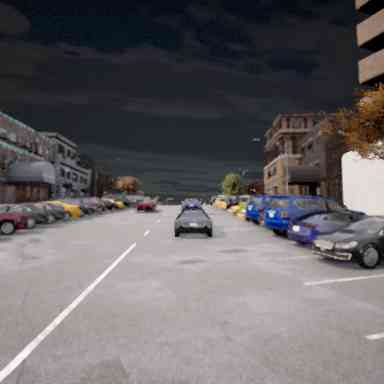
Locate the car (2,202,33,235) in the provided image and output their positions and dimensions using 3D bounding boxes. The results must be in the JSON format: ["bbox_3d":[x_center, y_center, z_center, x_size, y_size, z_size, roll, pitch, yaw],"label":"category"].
[{"bbox_3d":[-11.425,1.482,17.581,5.008,1.535,2.097,-1,0,-21],"label":"car"}]

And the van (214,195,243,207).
[{"bbox_3d":[6.064,1.548,55.944,4.442,1.987,1.878,1,-1,-20],"label":"van"}]

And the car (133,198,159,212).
[{"bbox_3d":[-5.267,1.658,38.709,1.895,1.301,4.718,0,0,0],"label":"car"}]

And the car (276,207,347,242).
[{"bbox_3d":[6.351,1.531,14.039,4.792,1.488,2.163,1,0,-20],"label":"car"}]

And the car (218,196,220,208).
[{"bbox_3d":[6.383,1.564,41.088,5.366,1.575,1.946,1,-1,-20],"label":"car"}]

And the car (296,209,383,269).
[{"bbox_3d":[6.309,1.502,11.018,4.892,1.521,2.231,1,0,-19],"label":"car"}]

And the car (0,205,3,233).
[{"bbox_3d":[-11.355,1.510,14.654,4.792,1.488,2.163,-1,0,-21],"label":"car"}]

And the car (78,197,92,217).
[{"bbox_3d":[-11.502,1.365,29.327,4.553,1.767,2.185,-1,0,-20],"label":"car"}]

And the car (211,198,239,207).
[{"bbox_3d":[6.167,1.946,61.969,4.674,1.452,2.002,1,-2,-20],"label":"car"}]

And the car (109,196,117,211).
[{"bbox_3d":[-11.582,1.530,38.123,5.008,1.535,2.097,-1,0,-20],"label":"car"}]

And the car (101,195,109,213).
[{"bbox_3d":[-11.543,1.386,35.193,4.553,1.767,2.185,-1,0,-20],"label":"car"}]

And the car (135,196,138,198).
[{"bbox_3d":[-11.634,1.719,52.791,4.892,1.521,2.231,-1,-1,-20],"label":"car"}]

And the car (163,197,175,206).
[{"bbox_3d":[-5.165,1.955,79.268,2.097,1.767,4.553,0,-3,0],"label":"car"}]

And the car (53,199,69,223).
[{"bbox_3d":[-11.470,1.486,23.448,4.892,1.521,2.231,-1,0,-20],"label":"car"}]

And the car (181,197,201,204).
[{"bbox_3d":[-0.054,1.383,35.482,2.097,1.767,4.553,0,0,0],"label":"car"}]

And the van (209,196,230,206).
[{"bbox_3d":[6.093,2.015,73.903,4.442,1.987,1.878,1,-2,-20],"label":"van"}]

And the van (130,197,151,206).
[{"bbox_3d":[-11.713,2.115,76.215,4.442,1.987,1.878,0,-2,-20],"label":"van"}]

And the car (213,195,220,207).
[{"bbox_3d":[6.024,1.587,43.952,5.366,1.575,1.946,1,-1,-20],"label":"car"}]

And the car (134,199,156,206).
[{"bbox_3d":[-11.571,2.620,82.096,4.892,1.521,2.231,0,-3,-20],"label":"car"}]

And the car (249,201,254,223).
[{"bbox_3d":[6.342,1.503,20.057,4.892,1.521,2.231,1,0,-20],"label":"car"}]

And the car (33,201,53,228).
[{"bbox_3d":[-11.444,1.485,20.516,4.892,1.521,2.231,-1,0,-21],"label":"car"}]

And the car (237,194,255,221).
[{"bbox_3d":[6.361,1.252,23.073,5.566,2.045,2.435,1,0,-20],"label":"car"}]

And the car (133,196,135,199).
[{"bbox_3d":[-11.629,1.668,49.854,4.892,1.521,2.231,-1,-1,-20],"label":"car"}]

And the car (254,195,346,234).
[{"bbox_3d":[6.371,1.251,17.054,5.566,2.045,2.435,1,0,-20],"label":"car"}]

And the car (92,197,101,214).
[{"bbox_3d":[-11.556,1.539,32.260,4.674,1.452,2.002,-1,0,-20],"label":"car"}]

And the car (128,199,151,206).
[{"bbox_3d":[-11.585,2.260,73.327,4.792,1.488,2.163,0,-2,-20],"label":"car"}]

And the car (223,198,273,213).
[{"bbox_3d":[6.400,1.539,38.096,5.366,1.575,1.946,1,-1,-20],"label":"car"}]

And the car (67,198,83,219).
[{"bbox_3d":[-11.499,1.487,26.385,5.008,1.535,2.097,-1,0,-20],"label":"car"}]

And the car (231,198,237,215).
[{"bbox_3d":[6.136,1.498,25.990,5.366,1.575,1.946,1,0,-20],"label":"car"}]

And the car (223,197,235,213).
[{"bbox_3d":[6.087,1.505,31.983,5.366,1.575,1.946,1,0,-20],"label":"car"}]

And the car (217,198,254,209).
[{"bbox_3d":[6.159,1.660,46.993,4.792,1.488,2.163,1,-1,-20],"label":"car"}]

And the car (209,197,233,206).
[{"bbox_3d":[6.224,2.022,70.959,4.553,1.767,2.185,1,-2,-20],"label":"car"}]

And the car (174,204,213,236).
[{"bbox_3d":[0.064,1.569,18.345,1.994,1.385,4.181,0,0,0],"label":"car"}]

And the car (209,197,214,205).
[{"bbox_3d":[6.000,1.716,52.924,5.366,1.575,1.946,1,-1,-20],"label":"car"}]

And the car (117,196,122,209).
[{"bbox_3d":[-11.610,1.557,41.055,5.008,1.535,2.097,-1,-1,-20],"label":"car"}]

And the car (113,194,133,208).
[{"bbox_3d":[-11.657,1.375,46.911,5.566,2.045,2.435,-1,-1,-20],"label":"car"}]

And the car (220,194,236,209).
[{"bbox_3d":[6.269,1.271,35.053,5.566,2.045,2.435,1,-1,-20],"label":"car"}]

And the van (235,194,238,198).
[{"bbox_3d":[6.396,1.281,29.096,4.442,1.987,1.878,1,0,-20],"label":"van"}]

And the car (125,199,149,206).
[{"bbox_3d":[-11.628,2.178,70.394,4.674,1.452,2.002,0,-2,-20],"label":"car"}]

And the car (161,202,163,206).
[{"bbox_3d":[-11.457,3.418,93.763,4.892,1.521,2.231,1,-4,-19],"label":"car"}]

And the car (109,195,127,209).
[{"bbox_3d":[-11.790,1.586,43.927,5.366,1.575,1.946,-1,0,-20],"label":"car"}]

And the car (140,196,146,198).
[{"bbox_3d":[-11.649,1.901,61.589,5.008,1.535,2.097,0,-2,-20],"label":"car"}]

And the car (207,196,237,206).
[{"bbox_3d":[6.164,1.809,67.943,5.566,2.045,2.435,1,-1,-20],"label":"car"}]

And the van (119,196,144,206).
[{"bbox_3d":[-11.750,1.749,64.488,4.442,1.987,1.878,0,-1,-20],"label":"van"}]

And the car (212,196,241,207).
[{"bbox_3d":[6.140,1.713,58.973,4.553,1.767,2.185,1,-2,-20],"label":"car"}]

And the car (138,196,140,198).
[{"bbox_3d":[-11.614,1.646,55.732,4.553,1.767,2.185,0,-1,-20],"label":"car"}]
